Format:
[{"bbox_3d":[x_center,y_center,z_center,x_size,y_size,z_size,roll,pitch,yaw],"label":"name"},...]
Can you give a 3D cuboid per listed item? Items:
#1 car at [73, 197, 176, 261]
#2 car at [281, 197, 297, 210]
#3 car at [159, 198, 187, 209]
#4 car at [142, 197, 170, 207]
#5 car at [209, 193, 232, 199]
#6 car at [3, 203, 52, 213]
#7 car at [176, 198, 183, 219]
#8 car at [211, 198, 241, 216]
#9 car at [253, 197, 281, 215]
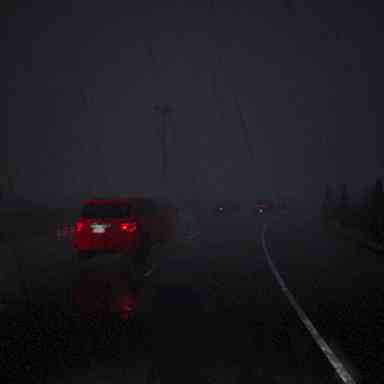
[{"bbox_3d":[-2.327,1.225,12.471,2.150,2.045,5.566,0,0,8],"label":"car"},{"bbox_3d":[12.085,1.365,42.860,2.097,1.767,4.553,0,0,29],"label":"car"},{"bbox_3d":[-2.541,1.541,45.713,1.812,1.442,4.674,0,0,28],"label":"car"},{"bbox_3d":[-5.784,1.523,54.219,1.837,1.490,4.892,0,0,31],"label":"car"},{"bbox_3d":[5.562,1.230,64.524,2.150,2.045,5.566,0,0,39],"label":"car"},{"bbox_3d":[-13.491,1.574,27.498,1.994,1.385,4.181,0,0,16],"label":"car"},{"bbox_3d":[-2.566,1.487,26.848,1.882,1.535,5.008,0,0,17],"label":"car"},{"bbox_3d":[3.512,1.574,33.411,1.994,1.385,4.181,0,0,22],"label":"car"},{"bbox_3d":[7.415,1.516,33.603,1.837,1.490,4.892,0,0,23],"label":"car"}]
